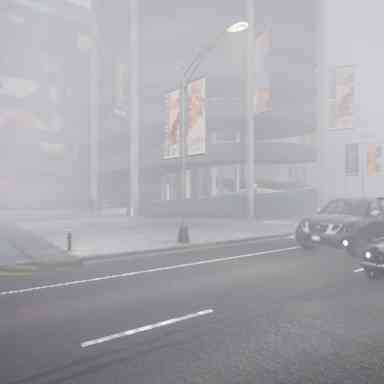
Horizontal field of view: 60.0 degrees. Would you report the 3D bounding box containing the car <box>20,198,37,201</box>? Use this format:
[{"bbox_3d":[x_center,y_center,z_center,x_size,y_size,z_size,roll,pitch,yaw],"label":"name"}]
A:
[{"bbox_3d":[-25.669,1.463,52.374,1.895,1.301,4.718,0,0,-36],"label":"car"}]

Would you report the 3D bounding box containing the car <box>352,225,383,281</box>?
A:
[{"bbox_3d":[6.381,1.601,8.700,4.718,1.301,1.895,0,0,-37],"label":"car"}]

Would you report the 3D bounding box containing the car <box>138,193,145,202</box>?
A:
[{"bbox_3d":[-11.199,1.029,63.929,2.435,2.045,5.566,0,0,-36],"label":"car"}]

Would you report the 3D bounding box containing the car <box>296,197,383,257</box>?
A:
[{"bbox_3d":[6.432,1.221,13.071,5.566,2.045,2.150,0,0,-38],"label":"car"}]
